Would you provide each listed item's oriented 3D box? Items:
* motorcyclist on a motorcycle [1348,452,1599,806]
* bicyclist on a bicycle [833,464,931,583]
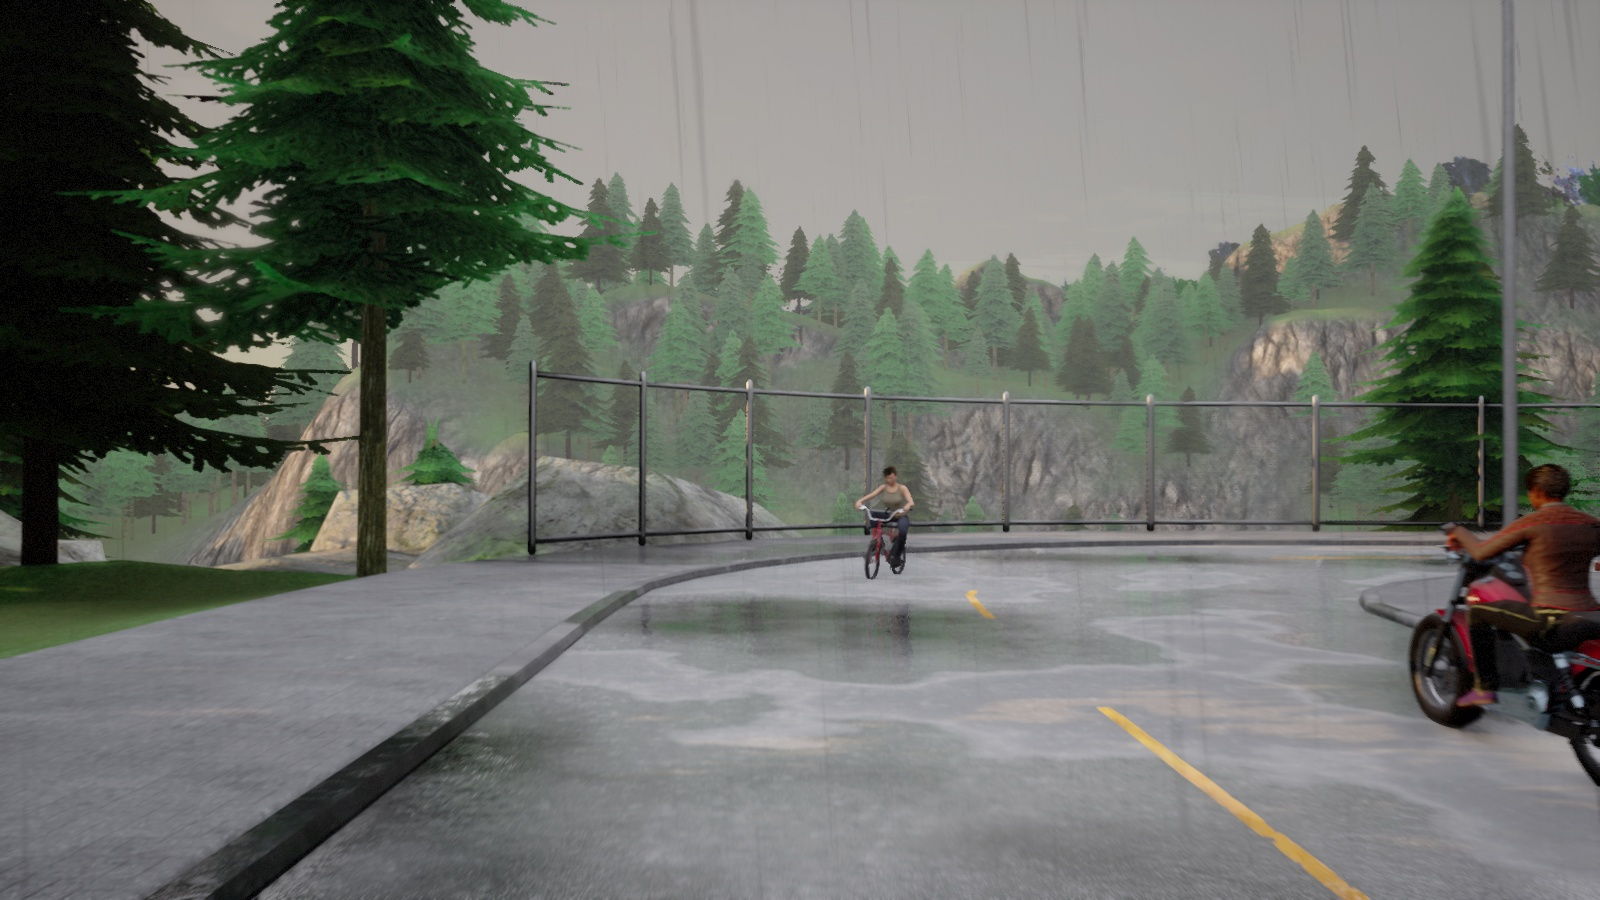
[{"bbox_3d":[3.984,0.855,7.047,0.766,1.649,2.350,0,-1,0],"label":"motorcyclist on a motorcycle"},{"bbox_3d":[1.202,1.024,18.142,0.866,1.612,1.509,2,0,26],"label":"bicyclist on a bicycle"}]
